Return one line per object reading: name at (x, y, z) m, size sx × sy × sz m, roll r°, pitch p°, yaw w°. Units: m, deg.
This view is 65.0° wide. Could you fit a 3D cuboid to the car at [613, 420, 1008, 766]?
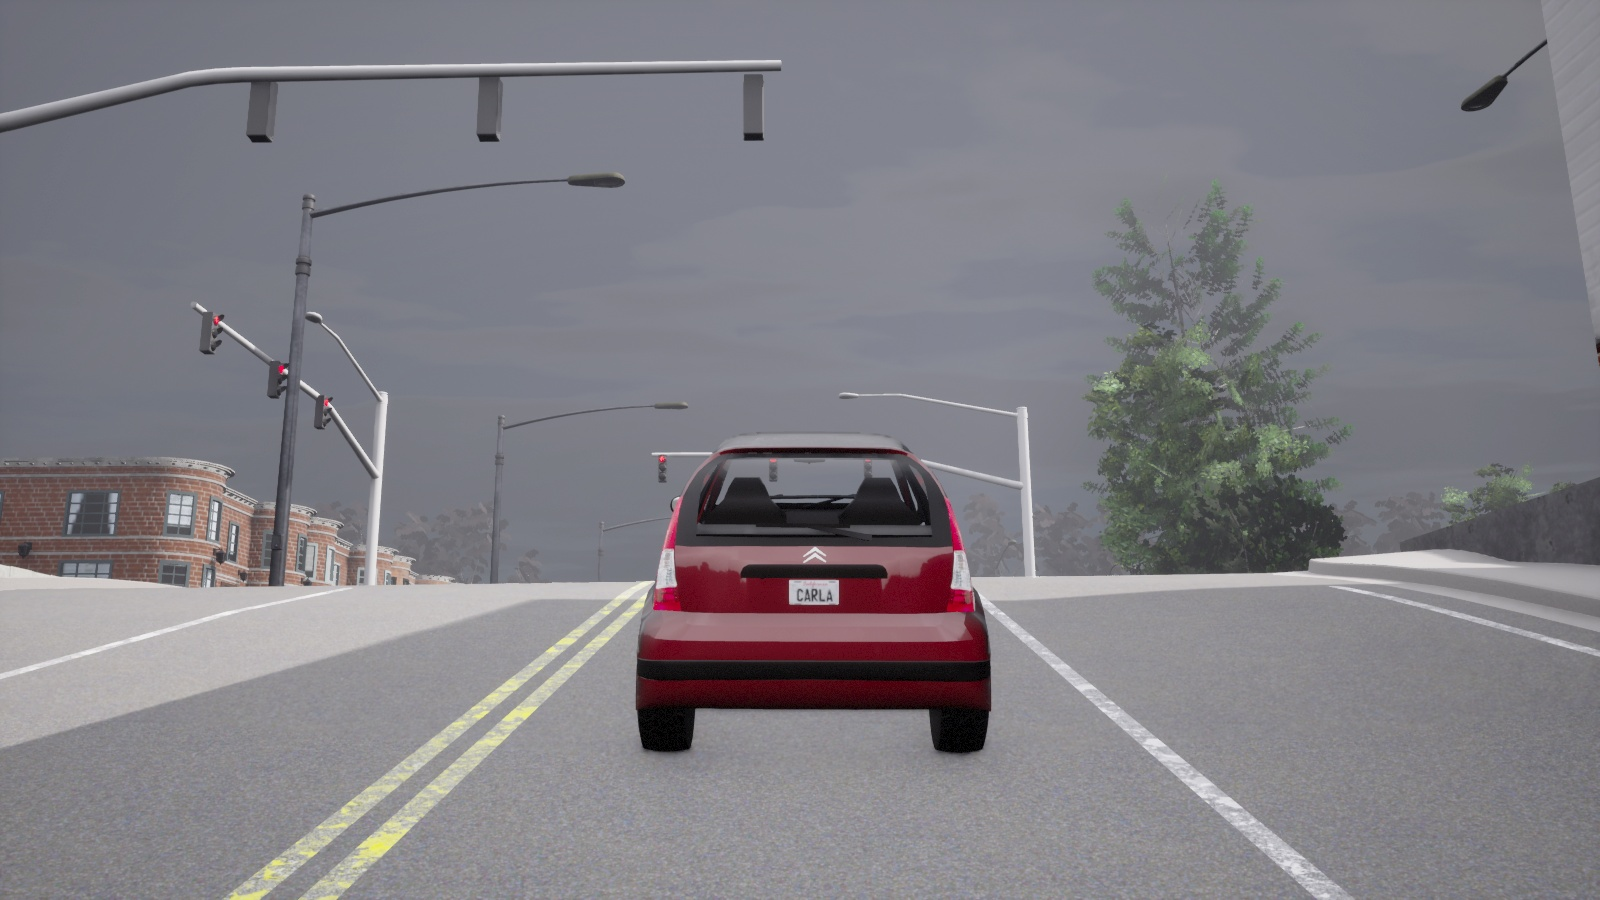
car at (0.054, 0.677, 7.900) m, size 1.851 × 1.617 × 3.988 m, roll 0°, pitch 0°, yaw 0°
